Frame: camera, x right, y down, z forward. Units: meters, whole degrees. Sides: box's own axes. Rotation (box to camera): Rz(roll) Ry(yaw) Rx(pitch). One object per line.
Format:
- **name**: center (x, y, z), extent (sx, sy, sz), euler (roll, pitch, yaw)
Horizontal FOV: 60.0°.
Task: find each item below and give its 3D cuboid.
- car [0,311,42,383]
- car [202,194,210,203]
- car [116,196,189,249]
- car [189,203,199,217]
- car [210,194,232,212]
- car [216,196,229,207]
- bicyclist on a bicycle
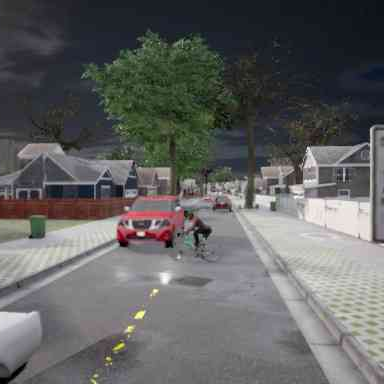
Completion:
- **car**: center (-2.998, 1.606, 1.763), extent (1.895, 1.301, 4.718), euler (0, 0, 9)
- **car**: center (3.281, 1.209, 67.364), extent (2.097, 1.767, 4.553), euler (0, 0, 6)
- **car**: center (-1.613, 1.204, 14.956), extent (2.150, 2.045, 5.566), euler (0, 0, 5)
- **car**: center (-0.501, 1.554, 26.946), extent (1.895, 1.301, 4.718), euler (0, 0, 5)
- **car**: center (3.473, 1.274, 38.115), extent (2.097, 1.767, 4.553), euler (0, 0, 6)
- **car**: center (4.533, 1.399, 49.652), extent (1.837, 1.490, 4.892), euler (0, 0, 5)
- **bicyclist on a bicycle**: center (0.142, 1.427, 10.370), extent (1.656, 1.620, 0.582), euler (-2, 0, 5)
